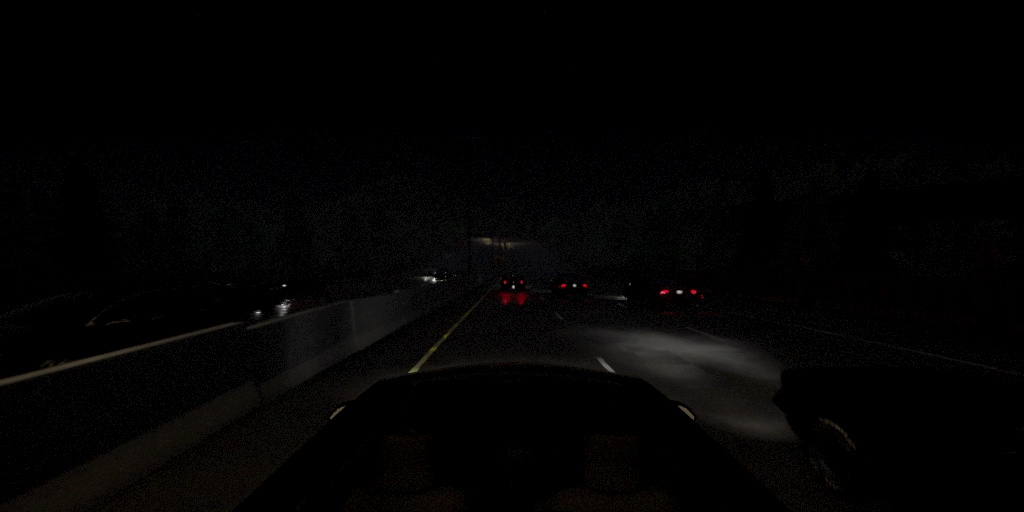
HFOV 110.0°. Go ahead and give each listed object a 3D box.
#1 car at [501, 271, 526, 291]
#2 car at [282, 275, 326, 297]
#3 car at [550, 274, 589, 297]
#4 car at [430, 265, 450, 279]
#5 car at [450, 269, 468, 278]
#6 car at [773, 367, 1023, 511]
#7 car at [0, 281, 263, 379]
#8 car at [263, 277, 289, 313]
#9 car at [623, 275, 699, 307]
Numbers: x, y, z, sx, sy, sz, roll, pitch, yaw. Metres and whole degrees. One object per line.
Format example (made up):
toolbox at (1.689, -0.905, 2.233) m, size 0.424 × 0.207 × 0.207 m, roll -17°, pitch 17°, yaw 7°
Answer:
car at (0.105, 2.072, 28.962) m, size 1.895 × 1.301 × 4.718 m, roll 0°, pitch -2°, yaw 0°
car at (-14.094, 1.892, 23.202) m, size 1.895 × 1.301 × 4.718 m, roll 0°, pitch -2°, yaw 0°
car at (3.603, 1.837, 23.162) m, size 2.033 × 1.411 × 5.357 m, roll 0°, pitch -2°, yaw 0°
car at (-10.550, 2.603, 54.904) m, size 2.097 × 1.767 × 4.553 m, roll 0°, pitch -1°, yaw 0°
car at (-7.053, 2.660, 50.691) m, size 1.837 × 1.490 × 4.892 m, roll 0°, pitch -2°, yaw 0°
car at (3.600, 1.347, 1.500) m, size 1.895 × 1.301 × 4.718 m, roll 0°, pitch 0°, yaw 0°
car at (-7.098, 1.296, 6.351) m, size 1.837 × 1.490 × 4.892 m, roll 0°, pitch -1°, yaw 0°
car at (-10.597, 1.570, 12.972) m, size 1.895 × 1.301 × 4.718 m, roll 0°, pitch -2°, yaw 0°
car at (7.103, 1.665, 17.704) m, size 2.033 × 1.411 × 5.357 m, roll 0°, pitch -2°, yaw 0°
